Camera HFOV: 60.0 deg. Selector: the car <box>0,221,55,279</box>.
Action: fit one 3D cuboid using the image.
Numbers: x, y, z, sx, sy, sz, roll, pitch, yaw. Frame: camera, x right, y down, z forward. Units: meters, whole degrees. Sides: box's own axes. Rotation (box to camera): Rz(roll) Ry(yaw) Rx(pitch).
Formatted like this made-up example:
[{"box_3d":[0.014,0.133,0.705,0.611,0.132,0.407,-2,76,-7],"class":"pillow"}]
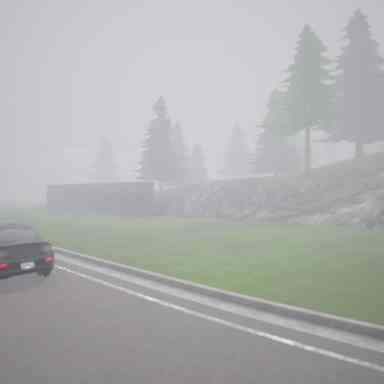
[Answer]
[{"box_3d":[-5.503,1.553,9.344,4.674,1.442,1.812,0,0,44],"class":"car"}]
